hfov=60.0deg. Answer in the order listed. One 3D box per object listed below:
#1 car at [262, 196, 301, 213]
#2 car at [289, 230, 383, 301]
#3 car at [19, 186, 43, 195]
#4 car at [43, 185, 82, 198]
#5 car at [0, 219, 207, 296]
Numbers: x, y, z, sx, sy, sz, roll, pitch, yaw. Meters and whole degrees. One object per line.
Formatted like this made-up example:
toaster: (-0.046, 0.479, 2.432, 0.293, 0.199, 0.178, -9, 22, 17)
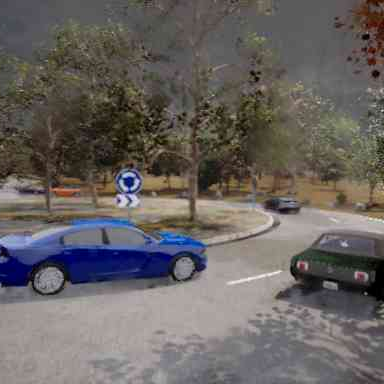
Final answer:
car: (7.673, 1.033, 28.889, 1.994, 1.385, 4.181, 1, 1, -11)
car: (4.390, 1.670, 8.786, 1.895, 1.301, 4.718, 3, 3, 40)
car: (-23.275, -0.183, 49.232, 4.718, 1.301, 1.895, 2, 2, 26)
car: (-17.105, -0.160, 44.686, 4.553, 1.767, 2.097, 1, 2, -17)
car: (-2.034, 1.428, 8.384, 5.008, 1.535, 1.882, 1, 2, -23)
